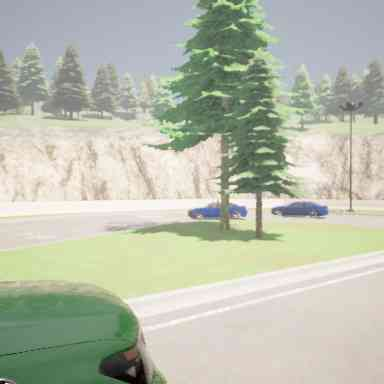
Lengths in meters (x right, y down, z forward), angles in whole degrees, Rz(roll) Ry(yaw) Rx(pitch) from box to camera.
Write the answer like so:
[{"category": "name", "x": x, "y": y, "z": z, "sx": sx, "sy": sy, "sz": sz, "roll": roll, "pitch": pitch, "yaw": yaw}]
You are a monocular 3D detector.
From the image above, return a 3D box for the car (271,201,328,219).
[{"category": "car", "x": 9.743, "y": 1.549, "z": 30.385, "sx": 5.008, "sy": 1.535, "sz": 1.882, "roll": 0, "pitch": -1, "yaw": 28}]

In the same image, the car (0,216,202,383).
[{"category": "car", "x": -2.854, "y": 1.214, "z": 1.769, "sx": 5.566, "sy": 2.045, "sz": 2.150, "roll": 1, "pitch": 0, "yaw": -34}]

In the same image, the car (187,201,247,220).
[{"category": "car", "x": 2.066, "y": 1.526, "z": 27.818, "sx": 5.008, "sy": 1.535, "sz": 1.882, "roll": 0, "pitch": -1, "yaw": -8}]
